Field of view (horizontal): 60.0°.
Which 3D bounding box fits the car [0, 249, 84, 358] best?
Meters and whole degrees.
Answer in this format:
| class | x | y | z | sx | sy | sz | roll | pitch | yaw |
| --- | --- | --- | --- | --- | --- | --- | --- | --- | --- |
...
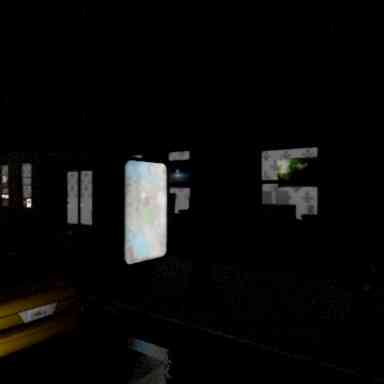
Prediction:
| class | x | y | z | sx | sy | sz | roll | pitch | yaw |
| --- | --- | --- | --- | --- | --- | --- | --- | --- | --- |
| car | -3.843 | 1.512 | 5.614 | 4.829 | 1.417 | 1.752 | 0 | 0 | 35 |
